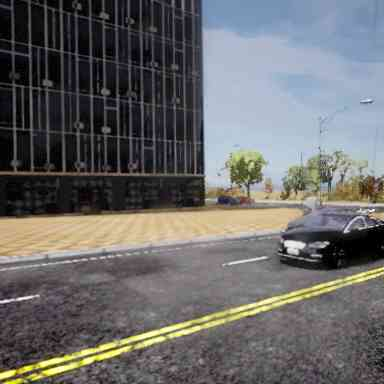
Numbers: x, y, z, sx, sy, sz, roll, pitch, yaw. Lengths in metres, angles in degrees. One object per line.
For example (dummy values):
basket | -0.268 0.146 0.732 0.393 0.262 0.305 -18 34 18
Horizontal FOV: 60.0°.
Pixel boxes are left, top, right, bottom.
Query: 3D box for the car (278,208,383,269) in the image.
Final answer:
car | 4.963 1.476 11.205 4.902 1.511 2.128 0 0 -35

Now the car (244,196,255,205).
car | 9.200 1.521 59.553 1.812 1.442 4.674 -1 1 -32

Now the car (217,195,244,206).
car | 6.373 1.402 57.917 2.097 1.767 4.553 -1 1 -33
